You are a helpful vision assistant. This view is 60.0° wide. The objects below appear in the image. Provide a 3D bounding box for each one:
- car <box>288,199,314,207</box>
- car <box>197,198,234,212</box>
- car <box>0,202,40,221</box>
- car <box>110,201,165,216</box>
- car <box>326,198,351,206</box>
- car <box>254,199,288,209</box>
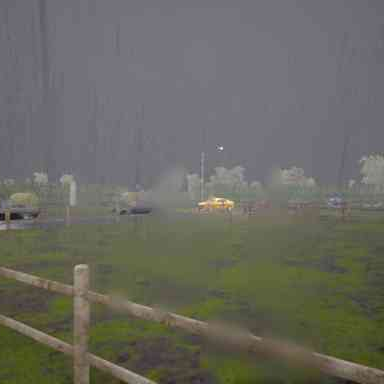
[{"bbox_3d":[14.518,1.649,45.059,4.718,1.301,1.895,0,0,-37],"label":"car"},{"bbox_3d":[2.768,1.496,39.184,5.008,1.535,1.882,0,0,-40],"label":"car"},{"bbox_3d":[-13.519,1.485,23.762,2.128,1.511,4.902,1,0,42],"label":"car"},{"bbox_3d":[-5.140,1.554,32.171,5.357,1.411,2.033,0,0,-43],"label":"car"},{"bbox_3d":[22.436,1.586,51.081,4.674,1.442,1.812,0,0,-36],"label":"car"},{"bbox_3d":[10.586,1.628,45.608,4.718,1.301,1.895,0,0,-38],"label":"car"}]
